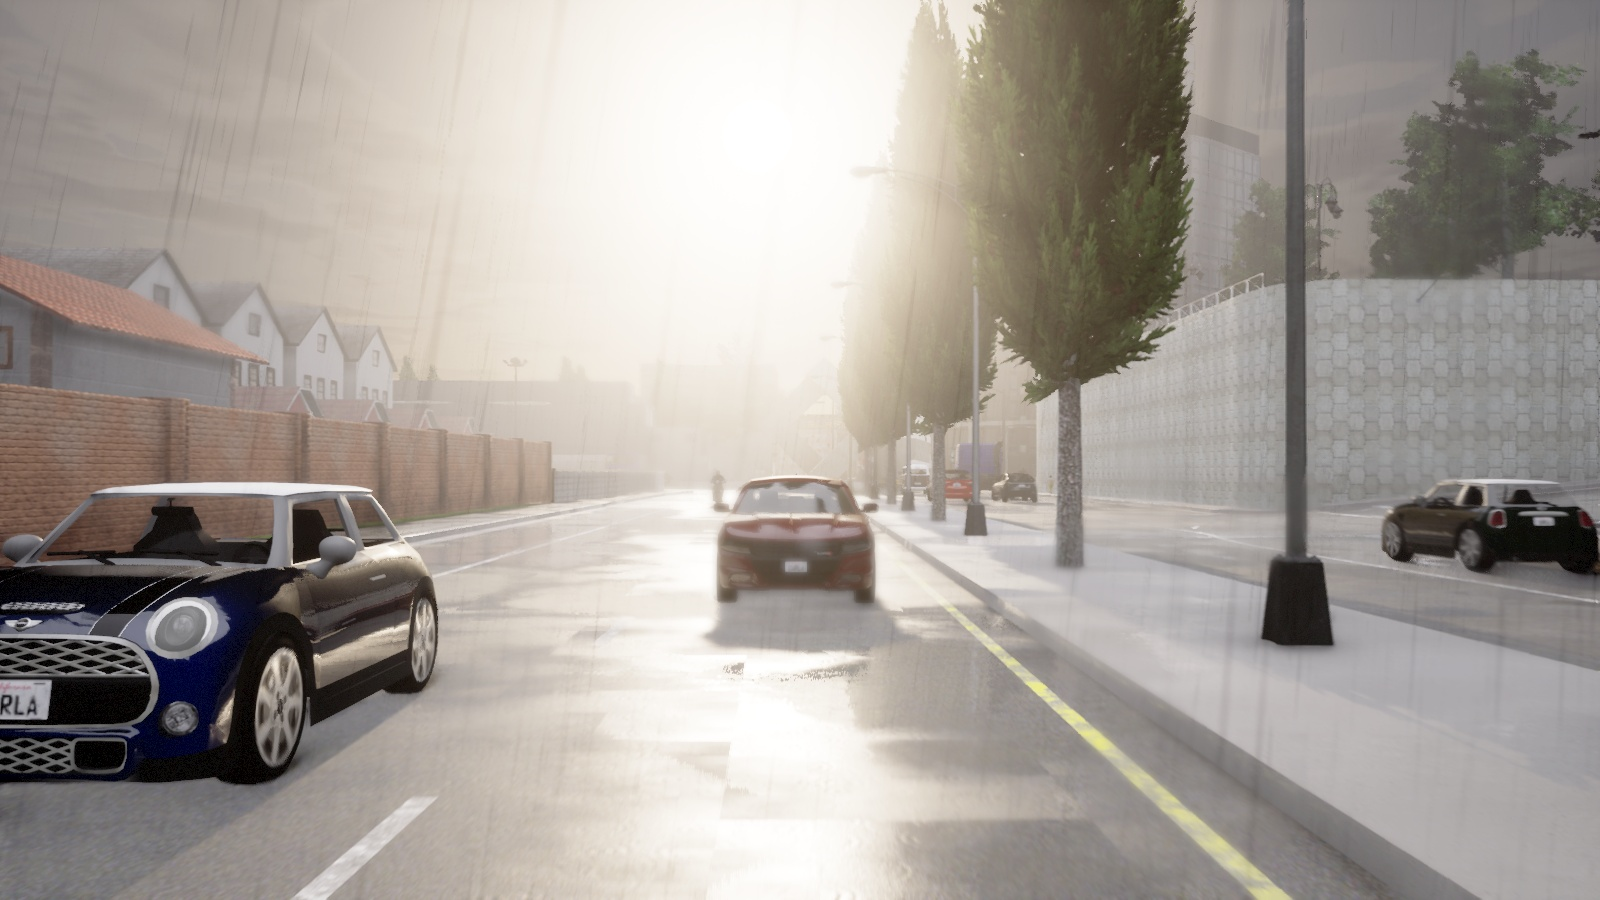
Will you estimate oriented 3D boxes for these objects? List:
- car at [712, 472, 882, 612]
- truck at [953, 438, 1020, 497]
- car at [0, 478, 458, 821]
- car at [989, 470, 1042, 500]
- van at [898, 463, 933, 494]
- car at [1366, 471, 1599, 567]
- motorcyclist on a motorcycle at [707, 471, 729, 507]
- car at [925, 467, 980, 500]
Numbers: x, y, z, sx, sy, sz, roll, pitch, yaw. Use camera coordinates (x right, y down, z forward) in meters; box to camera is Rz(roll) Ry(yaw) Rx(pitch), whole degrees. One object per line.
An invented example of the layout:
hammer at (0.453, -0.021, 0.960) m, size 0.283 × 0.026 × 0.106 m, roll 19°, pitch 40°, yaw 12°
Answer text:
car at (-0.040, 1.068, 16.444) m, size 1.882 × 1.535 × 5.008 m, roll 0°, pitch -1°, yaw 0°
truck at (11.308, 1.077, 77.022) m, size 2.891 × 3.462 × 7.936 m, roll 0°, pitch -1°, yaw 0°
car at (-3.519, 0.918, 7.417) m, size 1.970 × 1.475 × 3.806 m, roll 0°, pitch -1°, yaw 0°
car at (11.337, 1.829, 66.442) m, size 2.007 × 1.525 × 4.514 m, roll 0°, pitch -1°, yaw 0°
van at (7.883, 1.942, 85.759) m, size 2.069 × 2.038 × 4.480 m, roll 0°, pitch -1°, yaw 1°
car at (11.448, 1.090, 21.269) m, size 1.970 × 1.475 × 3.806 m, roll 0°, pitch -1°, yaw 0°
motorcyclist on a motorcycle at (-3.637, 1.720, 55.988) m, size 0.866 × 1.590 × 1.817 m, roll 0°, pitch -1°, yaw 0°
car at (7.840, 1.716, 64.998) m, size 2.242 × 1.667 × 4.611 m, roll 0°, pitch -1°, yaw 0°
